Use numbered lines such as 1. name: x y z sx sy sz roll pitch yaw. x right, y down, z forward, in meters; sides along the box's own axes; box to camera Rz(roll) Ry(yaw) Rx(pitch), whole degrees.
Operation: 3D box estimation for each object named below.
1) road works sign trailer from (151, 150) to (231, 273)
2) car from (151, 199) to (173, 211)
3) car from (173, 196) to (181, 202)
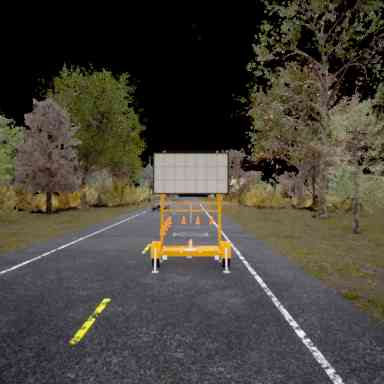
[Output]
1. road works sign trailer: -0.036 0.469 10.672 2.380 3.560 2.880 0 0 0
2. car: -3.761 1.613 40.445 1.994 1.385 4.181 0 0 0
3. car: -3.834 1.742 82.690 1.994 1.385 4.181 0 0 0
